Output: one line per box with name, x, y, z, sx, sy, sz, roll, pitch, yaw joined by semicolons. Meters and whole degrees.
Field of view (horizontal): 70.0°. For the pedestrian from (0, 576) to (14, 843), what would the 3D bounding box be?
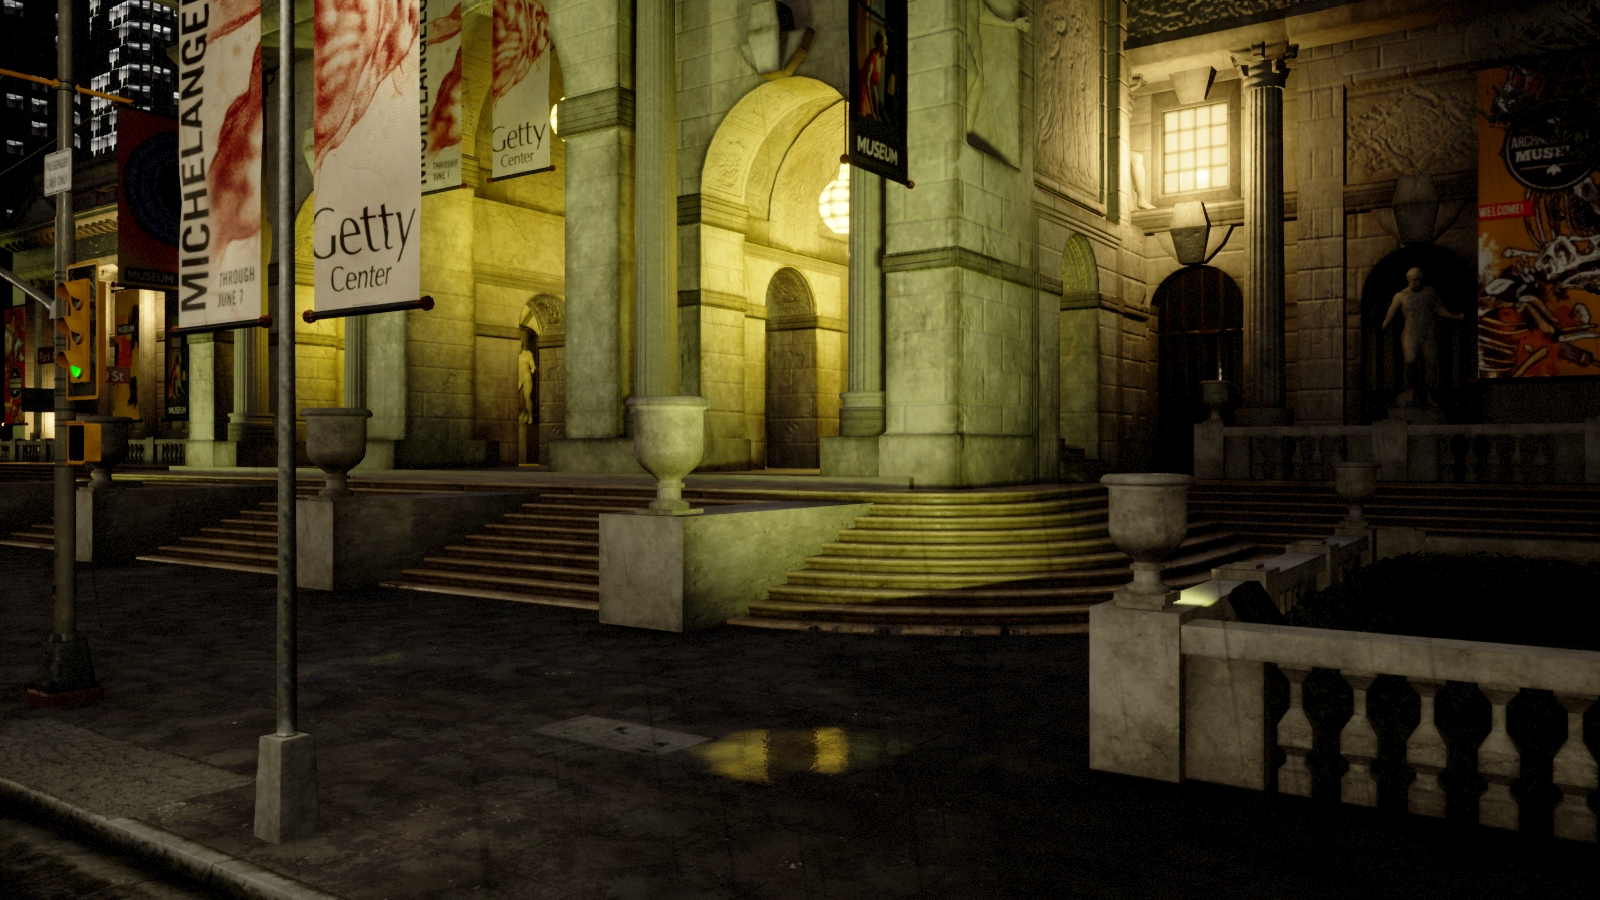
pedestrian;-5.869;1.849;8.116;0.375;1.860;0.375;0;0;38
